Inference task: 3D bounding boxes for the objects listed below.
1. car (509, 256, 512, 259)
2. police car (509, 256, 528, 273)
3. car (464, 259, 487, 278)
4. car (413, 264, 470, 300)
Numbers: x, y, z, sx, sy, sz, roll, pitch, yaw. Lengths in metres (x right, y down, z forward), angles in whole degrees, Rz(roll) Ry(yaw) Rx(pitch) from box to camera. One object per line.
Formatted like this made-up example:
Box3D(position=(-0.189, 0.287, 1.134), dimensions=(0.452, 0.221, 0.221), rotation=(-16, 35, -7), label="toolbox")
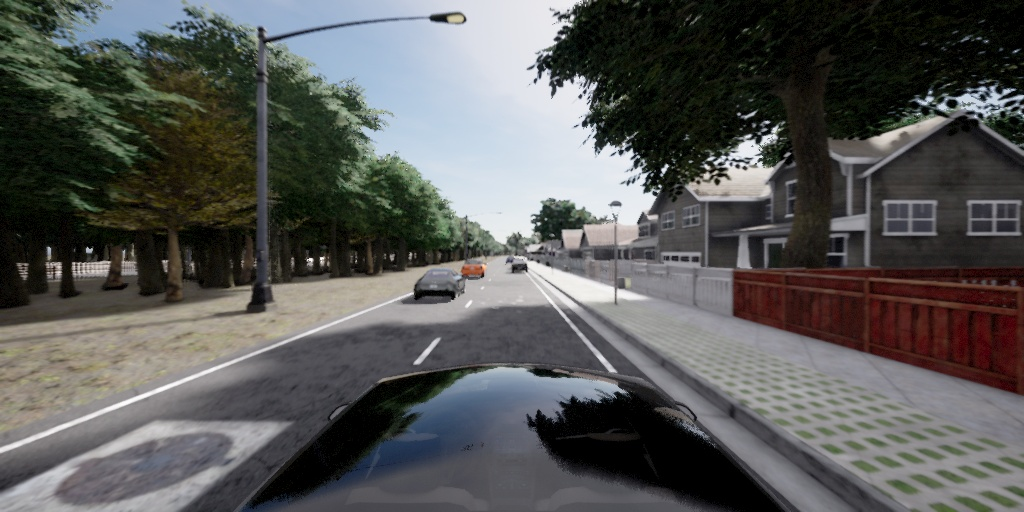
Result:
Box3D(position=(0.896, 1.165, 53.213), dimensions=(1.801, 1.575, 5.366), rotation=(0, 0, 0), label="car")
Box3D(position=(0.928, 1.150, 43.135), dimensions=(1.930, 1.638, 5.238), rotation=(0, 0, 0), label="police car")
Box3D(position=(-3.496, 1.084, 33.795), dimensions=(2.097, 1.767, 4.553), rotation=(0, 0, 0), label="car")
Box3D(position=(-3.446, 1.303, 17.737), dimensions=(1.994, 1.385, 4.181), rotation=(0, 0, 0), label="car")
